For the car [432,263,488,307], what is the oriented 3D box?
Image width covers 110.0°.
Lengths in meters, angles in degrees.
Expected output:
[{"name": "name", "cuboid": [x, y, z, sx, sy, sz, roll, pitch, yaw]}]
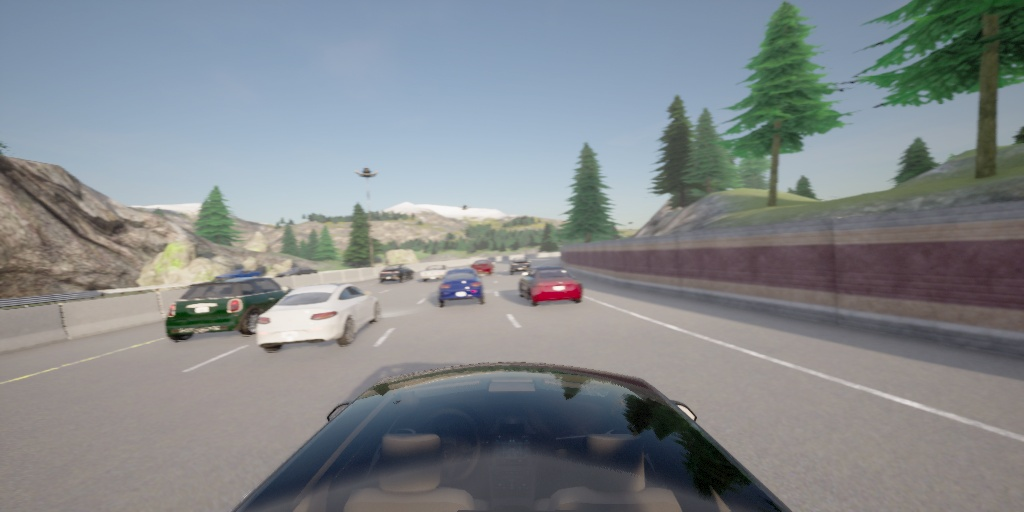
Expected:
[{"name": "car", "cuboid": [-2.165, 1.254, 15.720, 1.812, 1.442, 4.674, -3, 1, -6]}]

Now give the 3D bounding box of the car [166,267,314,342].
[{"name": "car", "cuboid": [-8.767, 1.490, 11.933, 2.097, 1.767, 4.553, -3, 1, -7]}]

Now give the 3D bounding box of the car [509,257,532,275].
[{"name": "car", "cuboid": [0.802, 0.873, 33.404, 2.128, 1.511, 4.902, -3, 1, 2]}]

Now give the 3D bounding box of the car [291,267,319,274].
[{"name": "car", "cuboid": [-23.579, 1.885, 39.533, 2.033, 1.411, 5.357, -3, 1, 4]}]

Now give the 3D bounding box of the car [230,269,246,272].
[{"name": "car", "cuboid": [-30.551, 2.274, 40.027, 1.882, 1.535, 5.008, -3, 1, 4]}]

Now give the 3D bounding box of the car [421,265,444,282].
[{"name": "car", "cuboid": [-6.275, 1.408, 30.706, 1.895, 1.301, 4.718, -3, 1, 1]}]

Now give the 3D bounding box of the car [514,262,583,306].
[{"name": "car", "cuboid": [1.458, 1.099, 14.727, 1.994, 1.385, 4.181, -3, 1, -6]}]

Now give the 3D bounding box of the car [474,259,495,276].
[{"name": "car", "cuboid": [-2.688, 1.054, 33.522, 1.882, 1.535, 5.008, -3, 1, 2]}]

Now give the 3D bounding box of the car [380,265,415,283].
[{"name": "car", "cuboid": [-9.752, 1.494, 30.724, 2.128, 1.511, 4.902, -3, 1, 0]}]

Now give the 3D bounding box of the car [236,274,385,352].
[{"name": "car", "cuboid": [-4.989, 1.474, 9.778, 1.812, 1.442, 4.674, -3, 1, -8]}]
